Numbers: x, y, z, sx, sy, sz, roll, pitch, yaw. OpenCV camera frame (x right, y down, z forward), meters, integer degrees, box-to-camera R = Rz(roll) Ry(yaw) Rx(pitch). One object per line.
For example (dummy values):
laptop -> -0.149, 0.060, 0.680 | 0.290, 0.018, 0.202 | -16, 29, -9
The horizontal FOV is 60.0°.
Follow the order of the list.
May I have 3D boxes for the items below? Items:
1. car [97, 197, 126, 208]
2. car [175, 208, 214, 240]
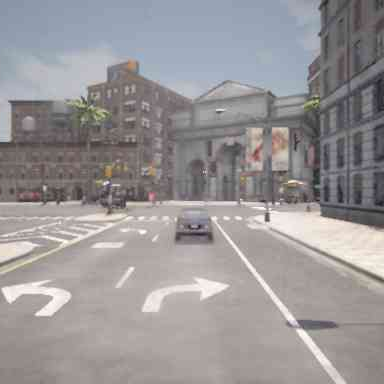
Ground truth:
car -> -11.173, 1.469, 46.011 | 4.892, 1.490, 1.837 | 0, -1, 38
car -> 0.095, 1.534, 16.906 | 2.033, 1.411, 5.357 | 0, 0, 0
